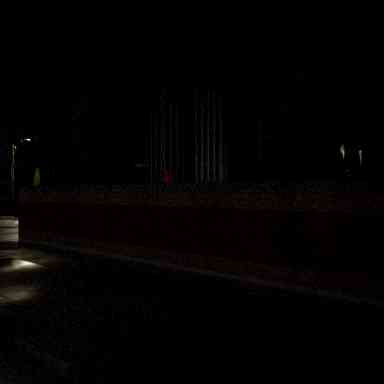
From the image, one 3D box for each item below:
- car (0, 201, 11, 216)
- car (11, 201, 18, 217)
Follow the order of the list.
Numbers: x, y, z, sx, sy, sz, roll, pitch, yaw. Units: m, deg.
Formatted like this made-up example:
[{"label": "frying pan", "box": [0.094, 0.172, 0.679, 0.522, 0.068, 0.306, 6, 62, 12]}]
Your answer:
[{"label": "car", "box": [-16.437, 1.547, 29.125, 2.128, 1.511, 4.902, 0, 0, 37]}, {"label": "car", "box": [-12.280, 1.603, 28.845, 2.033, 1.411, 5.357, 0, 0, 37]}]
